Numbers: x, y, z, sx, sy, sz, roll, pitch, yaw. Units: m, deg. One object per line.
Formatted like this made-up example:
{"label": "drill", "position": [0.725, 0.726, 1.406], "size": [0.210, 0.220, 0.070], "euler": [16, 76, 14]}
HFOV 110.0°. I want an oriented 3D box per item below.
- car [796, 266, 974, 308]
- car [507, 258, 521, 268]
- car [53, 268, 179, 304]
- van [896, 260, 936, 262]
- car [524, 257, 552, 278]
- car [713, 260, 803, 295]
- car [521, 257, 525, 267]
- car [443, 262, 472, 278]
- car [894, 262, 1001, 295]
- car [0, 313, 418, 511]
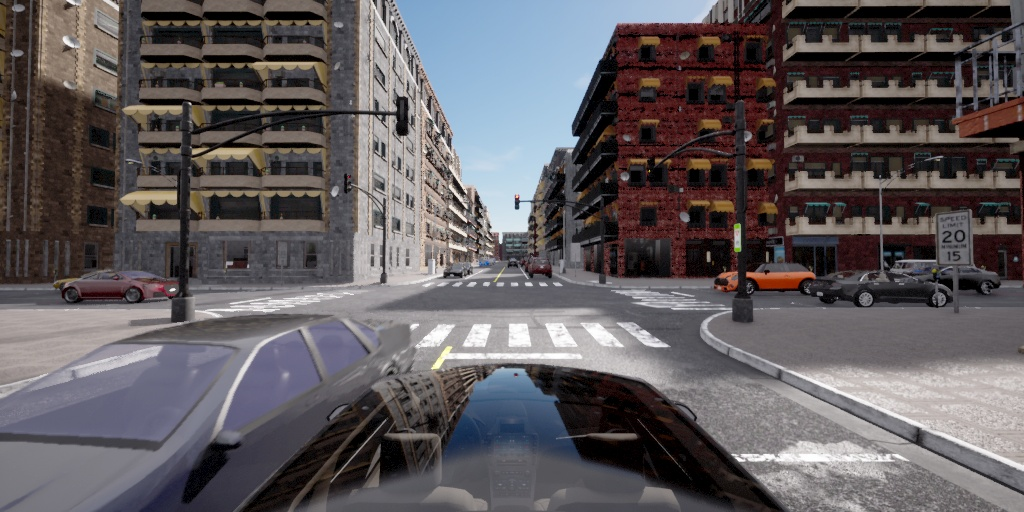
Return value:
{"label": "car", "position": [13.759, 1.185, 13.466], "size": [4.403, 1.370, 2.007], "euler": [0, 0, 0]}
{"label": "car", "position": [0.172, 1.329, 63.934], "size": [1.837, 1.490, 4.892], "euler": [0, 0, 0]}
{"label": "car", "position": [-17.191, 1.339, 16.056], "size": [4.181, 1.385, 1.994], "euler": [0, -1, 0]}
{"label": "van", "position": [24.926, 1.115, 21.305], "size": [3.998, 1.789, 1.690], "euler": [0, 0, 0]}
{"label": "car", "position": [2.604, 1.076, 33.772], "size": [2.192, 1.841, 5.009], "euler": [0, 0, 0]}
{"label": "car", "position": [13.224, 1.102, 18.929], "size": [4.553, 1.767, 2.097], "euler": [0, -1, 1]}
{"label": "car", "position": [2.617, 1.086, 44.895], "size": [2.192, 1.841, 5.009], "euler": [0, 0, 0]}
{"label": "car", "position": [-5.277, 1.328, 33.736], "size": [1.948, 1.339, 4.313], "euler": [0, 0, 0]}
{"label": "car", "position": [22.419, 1.220, 18.865], "size": [4.902, 1.511, 2.128], "euler": [0, -1, 0]}
{"label": "car", "position": [-2.507, 1.298, 3.179], "size": [2.033, 1.411, 5.357], "euler": [0, 0, 5]}
